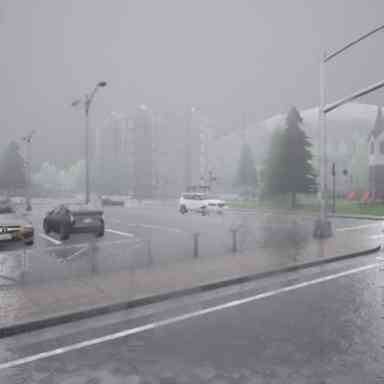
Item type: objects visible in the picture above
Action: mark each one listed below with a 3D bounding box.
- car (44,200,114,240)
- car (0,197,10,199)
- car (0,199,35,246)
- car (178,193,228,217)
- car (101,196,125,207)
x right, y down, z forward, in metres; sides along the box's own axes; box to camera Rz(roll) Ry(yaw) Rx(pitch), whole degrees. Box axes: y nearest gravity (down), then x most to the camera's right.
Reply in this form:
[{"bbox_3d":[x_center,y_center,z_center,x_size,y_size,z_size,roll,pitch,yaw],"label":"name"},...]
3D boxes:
[{"bbox_3d":[-5.650,1.305,15.815,2.007,1.523,4.514,-1,0,-36],"label":"car"},{"bbox_3d":[-20.883,1.339,36.928,1.845,1.501,3.633,-1,0,-36],"label":"car"},{"bbox_3d":[-8.164,1.320,13.938,2.152,1.636,5.027,-1,0,-36],"label":"car"},{"bbox_3d":[0.915,1.081,30.685,2.150,2.045,5.566,-1,0,-36],"label":"car"},{"bbox_3d":[-11.312,1.340,47.459,1.882,1.535,5.008,-1,0,-36],"label":"car"}]
